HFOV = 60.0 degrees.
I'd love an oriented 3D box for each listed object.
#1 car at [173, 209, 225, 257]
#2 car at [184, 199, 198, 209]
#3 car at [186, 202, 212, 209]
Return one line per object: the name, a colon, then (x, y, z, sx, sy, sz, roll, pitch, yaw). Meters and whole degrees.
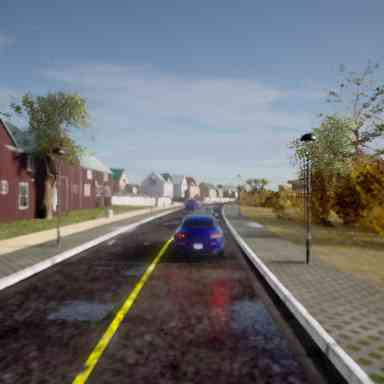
car: (0.294, 1.605, 13.147, 1.812, 1.442, 4.674, 0, 0, 2)
car: (-0.002, 1.860, 50.924, 1.882, 1.535, 5.008, 0, -1, 6)
car: (0.884, 1.770, 26.810, 1.895, 1.301, 4.718, 0, 0, 4)
